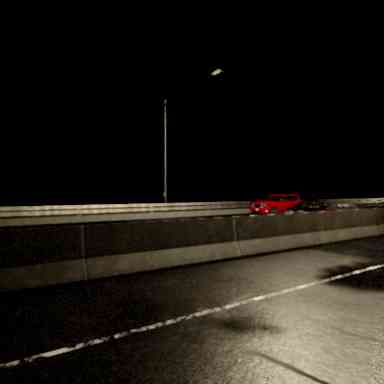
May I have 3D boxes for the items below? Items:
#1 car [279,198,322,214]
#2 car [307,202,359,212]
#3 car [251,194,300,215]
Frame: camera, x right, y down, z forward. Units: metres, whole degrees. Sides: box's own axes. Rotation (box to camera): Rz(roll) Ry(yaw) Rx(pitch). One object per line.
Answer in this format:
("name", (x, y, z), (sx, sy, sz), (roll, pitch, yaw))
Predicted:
("car", (9.925, 1.492, 28.261), (4.892, 1.490, 1.837), (0, 0, -35))
("car", (10.963, 1.589, 24.705), (4.718, 1.301, 1.895), (0, 0, -35))
("car", (8.025, 1.208, 31.207), (5.566, 2.045, 2.150), (0, 0, -35))
